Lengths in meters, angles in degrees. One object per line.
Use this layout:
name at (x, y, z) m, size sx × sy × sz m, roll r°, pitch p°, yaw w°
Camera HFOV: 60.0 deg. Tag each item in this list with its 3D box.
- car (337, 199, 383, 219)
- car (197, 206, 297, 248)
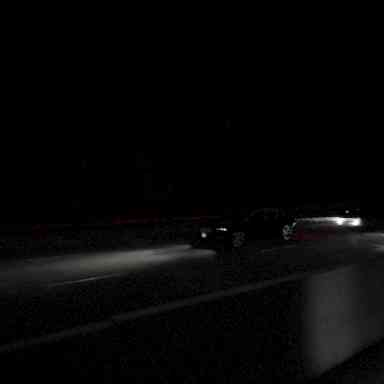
car at (13.347, 1.269, 26.302) m, size 4.181 × 1.385 × 1.994 m, roll -2°, pitch 1°, yaw -35°
car at (2.461, 1.391, 14.326) m, size 4.902 × 1.511 × 2.128 m, roll -1°, pitch 0°, yaw -35°
